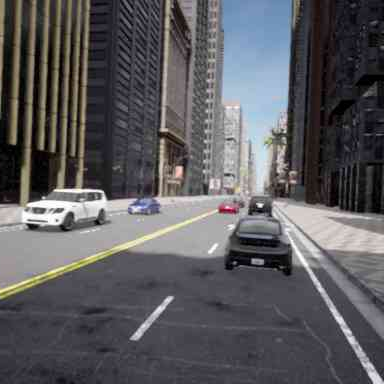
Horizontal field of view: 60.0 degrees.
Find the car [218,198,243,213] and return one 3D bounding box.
[{"bbox_3d":[4.067,1.562,36.117,1.994,1.385,4.181,3,0,12],"label":"car"}]

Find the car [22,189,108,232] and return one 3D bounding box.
[{"bbox_3d":[-6.506,0.846,17.899,2.150,2.045,5.566,3,0,12],"label":"car"}]

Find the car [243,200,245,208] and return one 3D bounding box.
[{"bbox_3d":[6.980,1.584,50.111,1.812,1.442,4.674,3,0,12],"label":"car"}]

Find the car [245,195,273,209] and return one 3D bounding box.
[{"bbox_3d":[6.583,1.351,31.993,2.150,2.045,5.566,3,1,12],"label":"car"}]

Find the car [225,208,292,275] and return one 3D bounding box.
[{"bbox_3d":[2.189,1.545,10.917,1.837,1.490,4.892,3,1,12],"label":"car"}]

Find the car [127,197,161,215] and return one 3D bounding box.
[{"bbox_3d":[-4.102,1.200,29.431,1.812,1.442,4.674,3,0,12],"label":"car"}]
